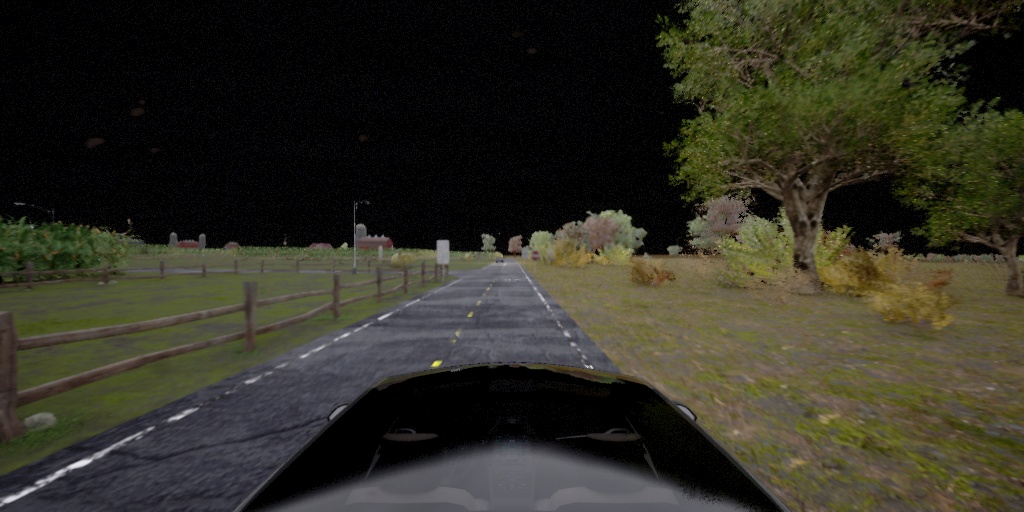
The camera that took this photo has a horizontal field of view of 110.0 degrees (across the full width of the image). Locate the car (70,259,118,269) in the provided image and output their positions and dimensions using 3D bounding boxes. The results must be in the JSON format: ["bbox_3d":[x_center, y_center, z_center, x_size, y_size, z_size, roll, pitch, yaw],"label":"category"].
[{"bbox_3d":[-45.845,0.816,39.301,4.902,1.511,2.128,0,1,0],"label":"car"}]
